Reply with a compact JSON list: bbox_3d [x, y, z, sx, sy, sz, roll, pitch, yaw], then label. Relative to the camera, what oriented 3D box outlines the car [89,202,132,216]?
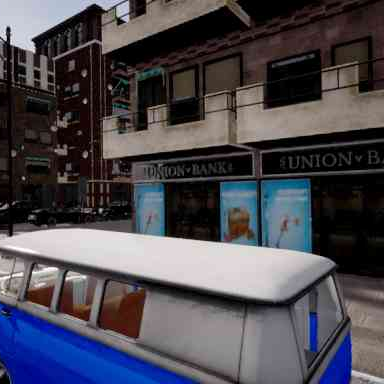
[{"bbox_3d":[-8.868,1.797,36.457,1.947,1.339,4.313,-2,-1,36],"label":"car"}]

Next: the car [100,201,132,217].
[{"bbox_3d":[-7.388,1.671,34.088,2.128,1.511,4.902,-1,-1,36],"label":"car"}]

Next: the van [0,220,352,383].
[{"bbox_3d":[-0.578,1.342,3.263,3.998,1.788,1.690,0,-1,35],"label":"van"}]

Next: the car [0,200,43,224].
[{"bbox_3d":[-13.467,1.473,25.759,2.097,1.767,4.553,-1,-1,36],"label":"car"}]

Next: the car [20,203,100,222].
[{"bbox_3d":[-8.744,1.583,22.405,1.947,1.339,4.313,-2,-1,36],"label":"car"}]
